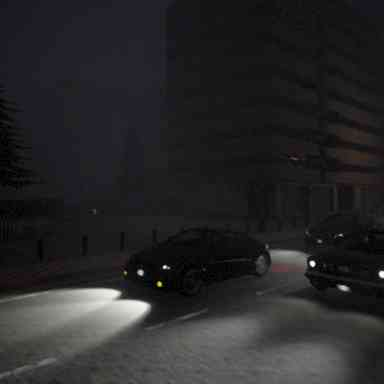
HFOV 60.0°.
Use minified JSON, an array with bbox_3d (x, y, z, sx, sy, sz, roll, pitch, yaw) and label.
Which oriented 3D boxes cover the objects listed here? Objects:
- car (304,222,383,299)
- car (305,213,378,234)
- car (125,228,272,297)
[{"bbox_3d":[4.783,1.676,8.323,4.718,1.301,1.895,0,-1,-41],"label":"car"},{"bbox_3d":[6.812,1.671,14.724,4.674,1.442,1.812,0,-1,-41],"label":"car"},{"bbox_3d":[0.304,1.694,9.060,4.181,1.385,1.994,0,-1,-41],"label":"car"}]
